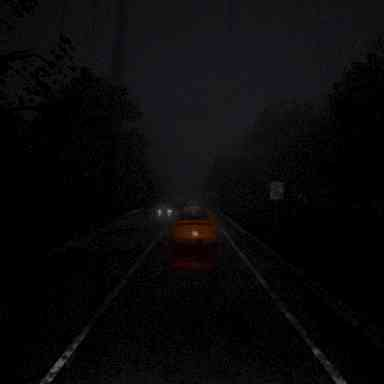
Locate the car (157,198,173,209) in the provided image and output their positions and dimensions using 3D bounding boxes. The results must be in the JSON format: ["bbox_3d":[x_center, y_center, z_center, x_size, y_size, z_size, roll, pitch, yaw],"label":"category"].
[{"bbox_3d":[-3.460,1.454,43.670,2.033,1.411,5.357,0,0,0],"label":"car"}]

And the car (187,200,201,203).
[{"bbox_3d":[0.185,1.499,30.766,1.812,1.442,4.674,0,0,0],"label":"car"}]

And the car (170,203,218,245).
[{"bbox_3d":[0.137,1.487,15.539,1.882,1.535,5.008,0,0,0],"label":"car"}]
